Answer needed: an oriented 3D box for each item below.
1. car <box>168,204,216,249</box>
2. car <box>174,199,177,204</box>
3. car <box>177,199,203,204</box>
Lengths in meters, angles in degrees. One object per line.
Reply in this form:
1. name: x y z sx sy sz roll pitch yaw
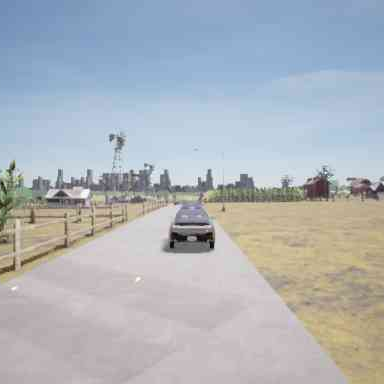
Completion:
1. car: 0.000 1.509 14.653 2.128 1.511 4.902 0 0 0
2. car: -2.750 2.058 68.658 2.033 1.411 5.357 0 -1 0
3. car: 0.000 1.423 29.627 2.097 1.767 4.553 0 0 0
